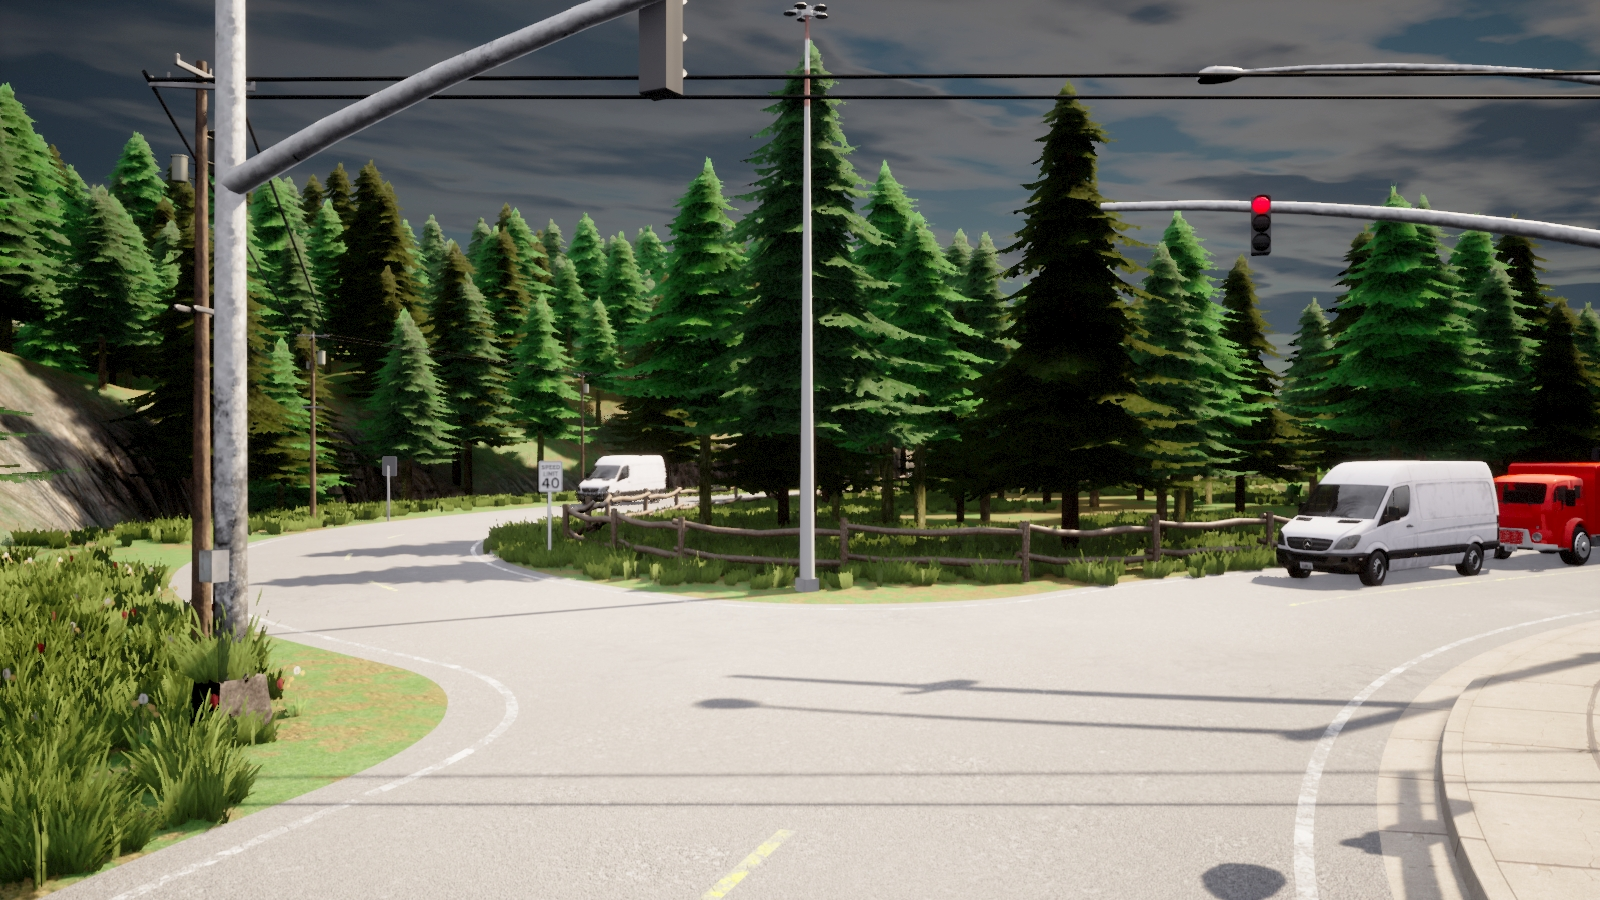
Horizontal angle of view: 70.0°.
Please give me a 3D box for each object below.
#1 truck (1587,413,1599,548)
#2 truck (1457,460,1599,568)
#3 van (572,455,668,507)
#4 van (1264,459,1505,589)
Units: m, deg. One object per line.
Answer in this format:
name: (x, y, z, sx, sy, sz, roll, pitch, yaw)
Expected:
truck: (26.892, 0.864, 33.528, 8.468, 3.827, 2.891, 0, 0, -30)
truck: (19.691, 1.537, 29.339, 5.204, 2.467, 2.627, 0, 0, -30)
van: (-9.204, 1.534, 59.137, 1.988, 2.561, 5.915, 0, 0, 24)
van: (13.063, 1.508, 25.390, 5.915, 2.561, 1.988, 0, 0, -32)
